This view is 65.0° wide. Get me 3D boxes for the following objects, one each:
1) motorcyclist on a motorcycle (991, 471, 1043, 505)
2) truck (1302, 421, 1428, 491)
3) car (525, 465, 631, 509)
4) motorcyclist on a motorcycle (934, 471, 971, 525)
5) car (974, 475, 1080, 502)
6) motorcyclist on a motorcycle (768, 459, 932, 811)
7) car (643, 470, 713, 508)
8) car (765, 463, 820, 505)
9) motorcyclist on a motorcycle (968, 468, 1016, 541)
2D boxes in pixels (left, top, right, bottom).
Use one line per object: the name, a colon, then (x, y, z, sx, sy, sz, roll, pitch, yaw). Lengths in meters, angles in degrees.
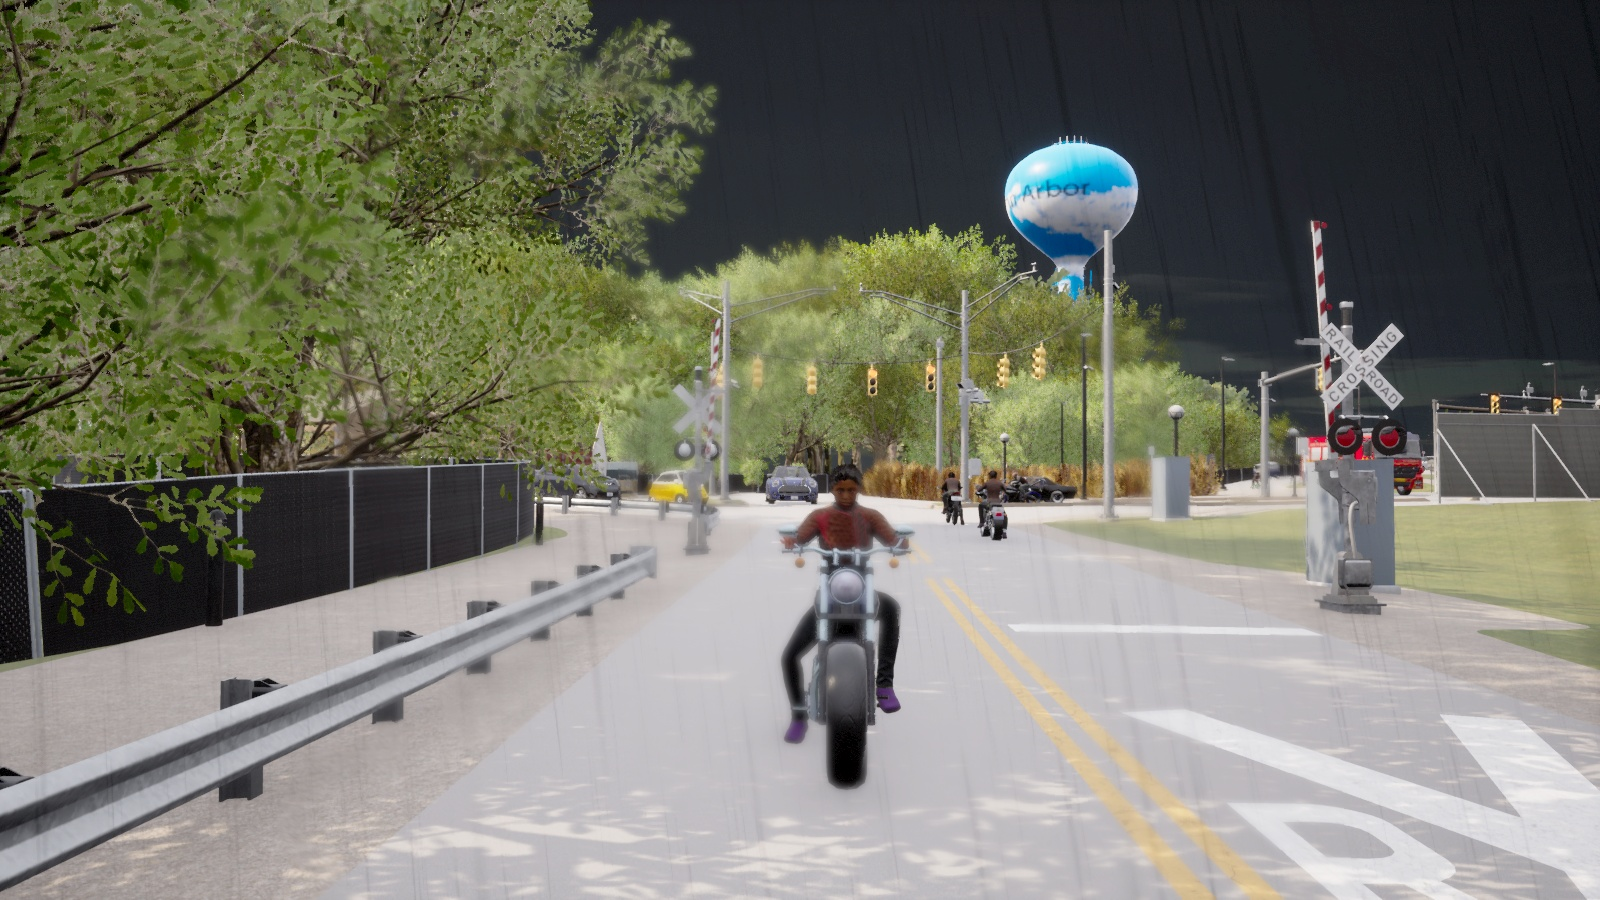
motorcyclist on a motorcycle: (9.856, 1.730, 57.019, 2.191, 1.530, 0.866, 0, -1, -4)
truck: (32.604, 0.409, 72.907, 2.891, 3.827, 8.468, 0, -1, -5)
car: (-7.951, 1.328, 44.832, 3.633, 1.501, 1.845, -1, -3, 41)
motorcyclist on a motorcycle: (4.420, 1.370, 36.557, 0.797, 1.523, 2.044, 1, -1, -1)
car: (10.907, 1.855, 60.601, 4.718, 1.301, 1.895, 0, -1, -4)
motorcyclist on a motorcycle: (0.270, 0.884, 7.085, 0.766, 1.649, 2.350, 0, -1, 2)
car: (-4.655, 1.502, 47.848, 2.207, 1.376, 1.481, -2, -3, 34)
car: (-0.372, 1.470, 55.251, 2.097, 1.767, 4.553, 0, -1, -4)
motorcyclist on a motorcycle: (4.470, 1.243, 29.341, 0.766, 1.649, 2.350, 1, -1, 0)
